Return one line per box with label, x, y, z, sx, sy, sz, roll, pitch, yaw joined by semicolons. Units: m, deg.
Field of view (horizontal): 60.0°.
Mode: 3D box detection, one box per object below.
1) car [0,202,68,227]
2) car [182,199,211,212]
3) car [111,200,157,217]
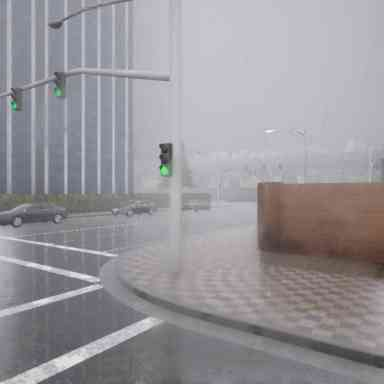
car;-11.008;1.505;22.940;1.837;1.490;4.892;0;0;35
car;0.480;1.564;39.072;1.994;1.385;4.181;0;0;35
car;-5.298;1.491;30.968;2.128;1.511;4.902;0;0;35
